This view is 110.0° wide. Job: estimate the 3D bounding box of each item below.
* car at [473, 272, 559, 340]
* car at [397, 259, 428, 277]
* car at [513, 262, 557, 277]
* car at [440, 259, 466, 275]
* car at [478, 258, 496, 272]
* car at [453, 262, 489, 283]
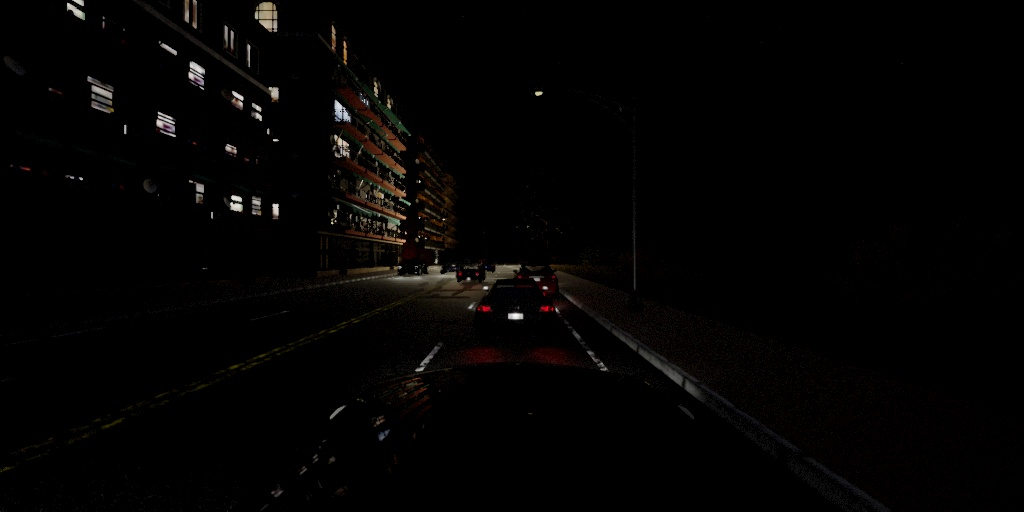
[{"bbox_3d":[0.097,1.315,10.007,1.994,1.385,4.181,0,0,0],"label":"car"},{"bbox_3d":[-9.839,1.104,35.798,2.097,1.767,4.553,0,0,0],"label":"car"},{"bbox_3d":[1.143,1.103,18.587,2.097,1.767,4.553,0,0,0],"label":"car"},{"bbox_3d":[-6.588,1.278,39.226,1.812,1.442,4.674,0,0,0],"label":"car"},{"bbox_3d":[-3.133,1.315,45.077,1.994,1.385,4.181,0,0,0],"label":"car"},{"bbox_3d":[-3.141,1.353,28.320,1.895,1.301,4.718,0,0,0],"label":"car"}]
